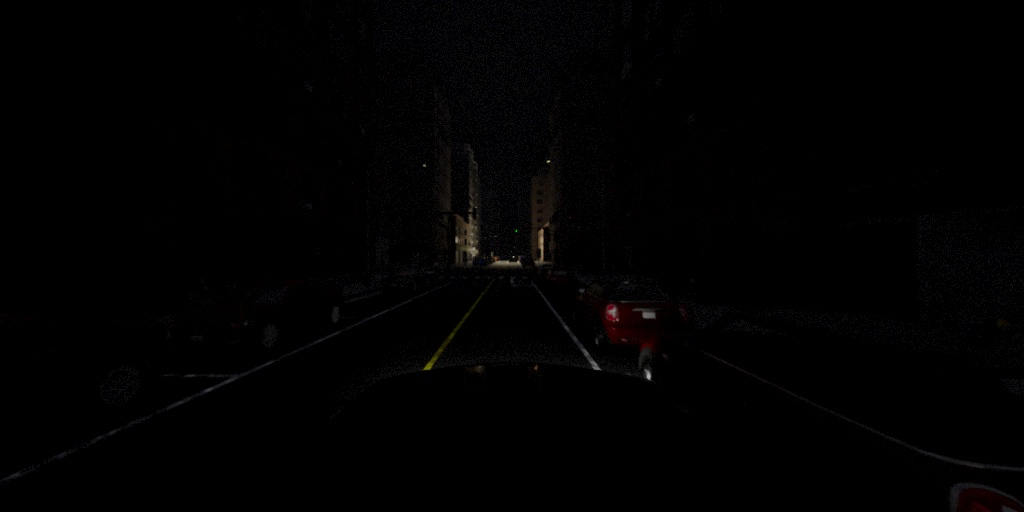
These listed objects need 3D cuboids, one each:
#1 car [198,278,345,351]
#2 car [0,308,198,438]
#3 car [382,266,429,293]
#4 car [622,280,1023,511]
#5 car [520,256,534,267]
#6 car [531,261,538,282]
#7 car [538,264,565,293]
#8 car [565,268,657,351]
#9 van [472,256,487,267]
[{"bbox_3d":[-5.857,1.279,8.916,1.888,1.381,4.507,0,0,0],"label":"car"},{"bbox_3d":[-5.857,1.291,3.320,1.888,1.381,4.507,0,0,0],"label":"car"},{"bbox_3d":[-5.856,1.260,20.108,2.007,1.370,4.403,0,0,0],"label":"car"},{"bbox_3d":[2.668,1.186,3.330,1.967,1.591,4.097,0,0,0],"label":"car"},{"bbox_3d":[2.816,1.067,60.356,1.967,1.591,4.097,0,0,0],"label":"car"},{"bbox_3d":[2.670,1.248,25.706,2.007,1.370,4.403,0,0,0],"label":"car"},{"bbox_3d":[2.670,1.291,20.113,1.802,1.307,4.207,0,0,0],"label":"car"},{"bbox_3d":[2.669,1.173,8.924,1.967,1.591,4.097,0,0,0],"label":"car"},{"bbox_3d":[-5.710,0.968,60.392,1.690,1.789,3.998,0,0,0],"label":"van"}]
